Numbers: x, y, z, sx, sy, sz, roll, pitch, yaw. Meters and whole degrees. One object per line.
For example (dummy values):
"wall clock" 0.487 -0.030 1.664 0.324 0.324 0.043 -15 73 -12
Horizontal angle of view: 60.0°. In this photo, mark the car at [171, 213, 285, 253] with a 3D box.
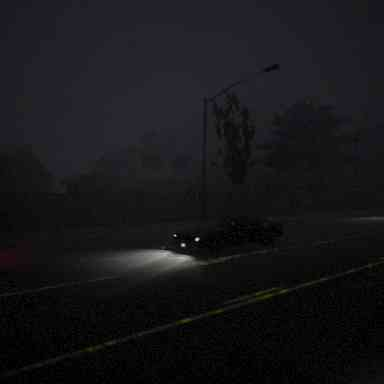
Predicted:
"car" 1.748 1.642 14.337 5.357 1.411 2.033 0 -1 -38
